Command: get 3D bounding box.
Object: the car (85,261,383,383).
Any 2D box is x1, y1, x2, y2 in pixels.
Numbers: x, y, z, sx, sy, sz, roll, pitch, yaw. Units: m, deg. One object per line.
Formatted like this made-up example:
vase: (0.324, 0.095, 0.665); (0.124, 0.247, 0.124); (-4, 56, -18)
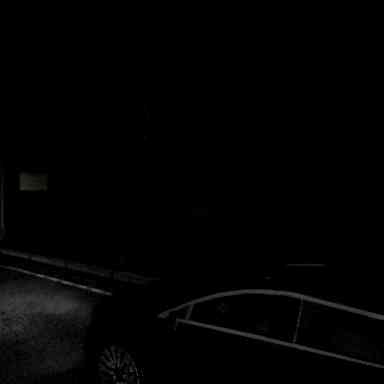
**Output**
car: (0.959, 1.491, 3.319); (4.902, 1.511, 2.128); (0, 0, 35)
